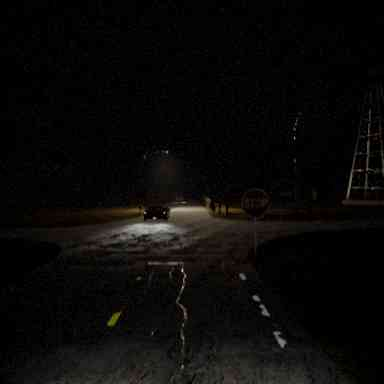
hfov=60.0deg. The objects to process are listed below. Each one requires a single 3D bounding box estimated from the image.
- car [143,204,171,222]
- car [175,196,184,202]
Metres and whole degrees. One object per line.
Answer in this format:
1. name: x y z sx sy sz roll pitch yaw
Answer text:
1. car: -2.802 1.640 27.057 1.895 1.301 4.718 0 0 0
2. car: -2.902 1.608 76.549 1.812 1.442 4.674 0 0 0
